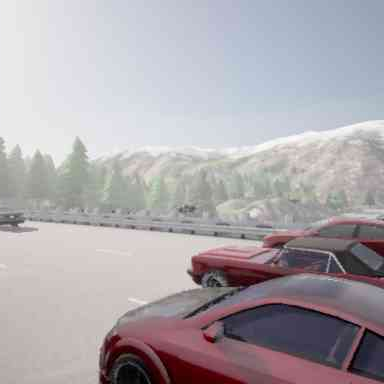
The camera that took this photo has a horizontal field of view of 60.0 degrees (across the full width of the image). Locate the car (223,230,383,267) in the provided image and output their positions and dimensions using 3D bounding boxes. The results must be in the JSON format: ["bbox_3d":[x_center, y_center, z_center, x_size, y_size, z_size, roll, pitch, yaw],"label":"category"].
[{"bbox_3d":[2.234,1.598,6.698,4.718,1.301,1.895,0,0,36],"label":"car"}]

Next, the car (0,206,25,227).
[{"bbox_3d":[-13.178,1.623,22.005,5.357,1.411,2.033,-1,0,36],"label":"car"}]

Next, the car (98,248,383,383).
[{"bbox_3d":[1.022,1.562,3.263,4.181,1.385,1.994,0,0,36],"label":"car"}]

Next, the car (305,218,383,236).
[{"bbox_3d":[4.472,1.475,9.401,5.008,1.535,1.882,0,0,36],"label":"car"}]
